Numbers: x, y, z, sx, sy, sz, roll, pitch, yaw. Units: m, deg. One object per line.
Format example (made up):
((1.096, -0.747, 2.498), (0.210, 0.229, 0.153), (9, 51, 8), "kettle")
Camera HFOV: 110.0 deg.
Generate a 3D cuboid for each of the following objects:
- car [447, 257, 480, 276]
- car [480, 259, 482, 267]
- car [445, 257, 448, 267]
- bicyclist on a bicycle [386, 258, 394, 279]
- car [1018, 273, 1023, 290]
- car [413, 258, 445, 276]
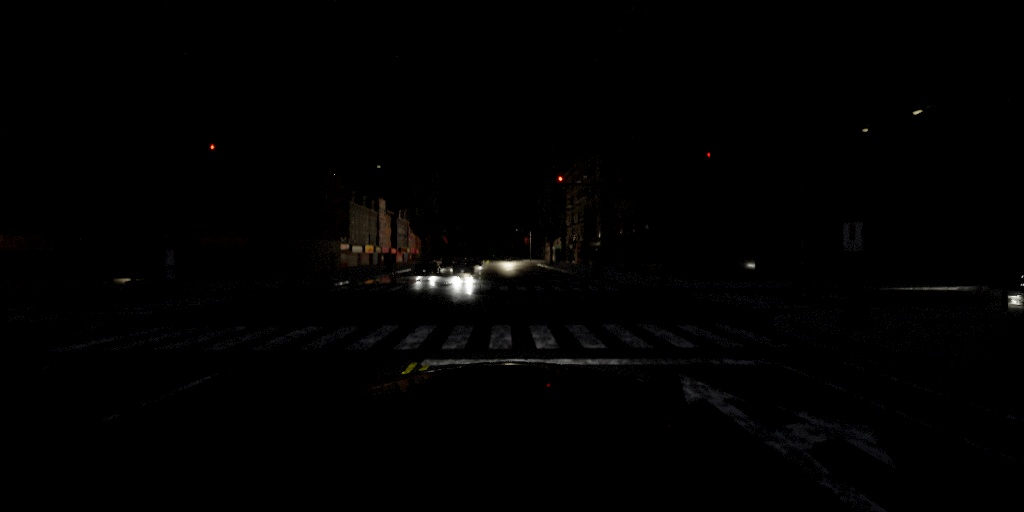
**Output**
((-4.392, 0.998, 33.152), (2.128, 1.511, 4.902), (0, 0, -3), "car")
((-5.598, 0.882, 54.423), (1.812, 1.442, 4.674), (0, 0, -3), "car")
((-8.557, 0.873, 48.924), (1.882, 1.535, 5.008), (0, 1, -3), "car")
((-9.518, 0.997, 27.931), (0.582, 1.620, 1.656), (0, 1, -3), "bicyclist on a bicycle")
((28.280, 1.050, 17.757), (5.008, 1.535, 1.882), (0, 0, -3), "car")
((-7.619, 1.075, 32.629), (1.994, 1.385, 4.181), (0, 0, -3), "car")
